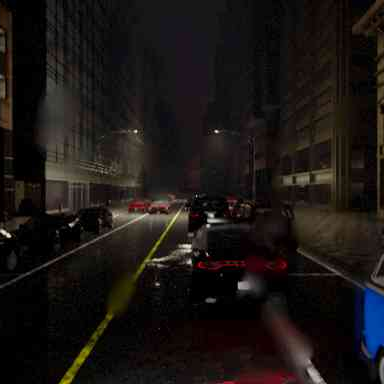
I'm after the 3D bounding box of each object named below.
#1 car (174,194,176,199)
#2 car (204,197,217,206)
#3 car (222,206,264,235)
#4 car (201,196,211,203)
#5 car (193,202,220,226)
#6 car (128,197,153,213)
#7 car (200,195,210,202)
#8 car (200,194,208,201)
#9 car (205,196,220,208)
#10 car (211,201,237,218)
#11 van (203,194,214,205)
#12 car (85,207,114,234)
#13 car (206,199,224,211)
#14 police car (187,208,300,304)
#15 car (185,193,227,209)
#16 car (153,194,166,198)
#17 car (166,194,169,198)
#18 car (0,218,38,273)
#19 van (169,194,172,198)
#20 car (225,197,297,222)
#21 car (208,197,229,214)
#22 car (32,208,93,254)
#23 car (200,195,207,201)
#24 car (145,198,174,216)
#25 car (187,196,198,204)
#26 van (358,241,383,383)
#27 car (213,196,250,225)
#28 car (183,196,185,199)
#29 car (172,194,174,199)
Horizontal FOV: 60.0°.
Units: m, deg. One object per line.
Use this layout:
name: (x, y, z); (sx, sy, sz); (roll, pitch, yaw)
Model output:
car: (-5.614, 1.480, 80.713); (1.887, 1.381, 4.507); (0, 0, 0)
car: (2.859, 1.536, 52.697); (1.802, 1.307, 4.206); (0, 0, 0)
car: (2.796, 1.561, 19.087); (1.802, 1.307, 4.206); (0, 0, 0)
car: (2.890, 1.487, 69.501); (1.887, 1.381, 4.507); (0, 0, 0)
car: (0.945, 1.501, 24.224); (1.812, 1.442, 4.674); (0, 0, 0)
car: (-5.698, 1.511, 35.896); (1.887, 1.381, 4.507); (0, 0, 0)
car: (2.901, 1.484, 75.104); (1.887, 1.381, 4.507); (0, 0, 0)
car: (2.911, 1.375, 80.706); (1.967, 1.590, 4.097); (0, 0, 0)
car: (2.848, 1.398, 47.095); (1.967, 1.590, 4.097); (0, 0, 0)
car: (2.817, 1.536, 30.290); (1.947, 1.339, 4.313); (0, 0, 0)
van: (2.869, 1.291, 58.298); (1.690, 1.788, 3.998); (0, 0, 0)
car: (-5.730, 1.545, 19.089); (1.947, 1.339, 4.313); (0, 0, 0)
car: (2.838, 1.528, 41.493); (1.947, 1.339, 4.313); (0, 0, 0)
police car: (0.915, 1.415, 8.333); (1.930, 1.638, 5.238); (0, 0, 0)
car: (0.887, 1.202, 18.252); (2.150, 2.045, 5.566); (0, 0, 0)
car: (-5.667, 1.394, 52.702); (1.967, 1.590, 4.097); (0, 0, 0)
car: (-5.656, 1.495, 58.304); (1.887, 1.381, 4.507); (0, 0, 0)
car: (-5.751, 1.541, 7.886); (2.008, 1.369, 4.403); (0, 0, 0)
van: (-5.636, 1.284, 69.509); (1.690, 1.788, 3.998); (0, 0, 0)
car: (2.784, 1.300, 13.484); (2.192, 1.841, 5.009); (0, 0, 0)
car: (2.827, 1.406, 35.891); (1.967, 1.590, 4.097); (0, 0, 0)
car: (-5.740, 1.551, 13.488); (1.947, 1.339, 4.313); (0, 0, 0)
car: (2.922, 1.457, 86.477); (1.752, 1.417, 4.829); (0, 0, 0)
car: (-3.032, 1.569, 32.262); (1.895, 1.301, 4.718); (0, 0, 0)
car: (0.115, 1.496, 61.477); (2.033, 1.411, 5.357); (0, 0, 0)
van: (2.763, 1.338, 2.281); (1.690, 1.788, 3.998); (0, 0, 0)
car: (2.805, 1.289, 24.688); (2.192, 1.841, 5.009); (0, 0, 0)
car: (0.110, 1.523, 45.790); (1.994, 1.385, 4.181); (0, 0, 1)
car: (-5.624, 1.484, 75.111); (1.887, 1.381, 4.507); (0, 0, 0)
